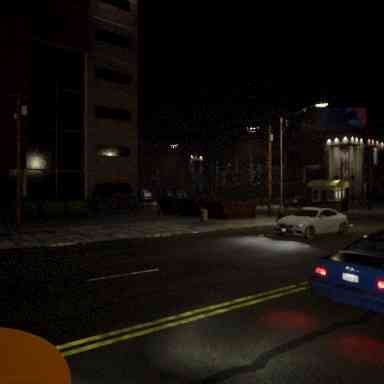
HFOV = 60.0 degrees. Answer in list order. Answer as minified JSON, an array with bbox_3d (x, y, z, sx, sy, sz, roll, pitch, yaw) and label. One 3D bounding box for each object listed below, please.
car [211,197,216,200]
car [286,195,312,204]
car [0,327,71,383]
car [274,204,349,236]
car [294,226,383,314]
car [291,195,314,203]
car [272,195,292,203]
[{"bbox_3d":[4.003,1.563,60.478,4.718,1.301,1.895,0,0,-36],"label":"car"},{"bbox_3d":[14.799,1.243,45.950,4.553,1.767,2.185,0,0,-36],"label":"car"},{"bbox_3d":[-3.142,1.478,1.493,5.008,1.535,1.882,0,0,-36],"label":"car"},{"bbox_3d":[6.237,1.521,17.113,4.674,1.442,1.812,0,0,-36],"label":"car"},{"bbox_3d":[4.820,1.545,7.270,5.357,1.411,2.033,0,0,-35],"label":"car"},{"bbox_3d":[21.629,1.403,65.039,4.674,1.452,2.002,0,0,-36],"label":"car"},{"bbox_3d":[18.707,1.436,69.028,3.806,1.475,1.970,0,0,-36],"label":"car"}]
